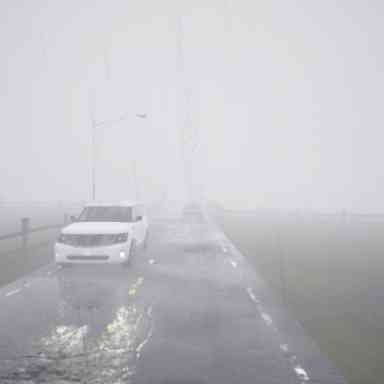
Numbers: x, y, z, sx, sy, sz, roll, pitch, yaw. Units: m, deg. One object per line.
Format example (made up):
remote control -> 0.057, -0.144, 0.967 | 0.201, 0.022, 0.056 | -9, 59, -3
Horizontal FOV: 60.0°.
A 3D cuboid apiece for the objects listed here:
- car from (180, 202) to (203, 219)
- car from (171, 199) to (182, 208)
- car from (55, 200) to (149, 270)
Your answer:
car -> 0.076, 1.920, 32.288 | 1.895, 1.301, 4.718 | 0, -1, 0
car -> -2.816, 2.141, 62.633 | 1.837, 1.490, 4.892 | 0, -1, 0
car -> -2.855, 1.338, 11.854 | 2.150, 2.045, 5.566 | 0, -1, 0
